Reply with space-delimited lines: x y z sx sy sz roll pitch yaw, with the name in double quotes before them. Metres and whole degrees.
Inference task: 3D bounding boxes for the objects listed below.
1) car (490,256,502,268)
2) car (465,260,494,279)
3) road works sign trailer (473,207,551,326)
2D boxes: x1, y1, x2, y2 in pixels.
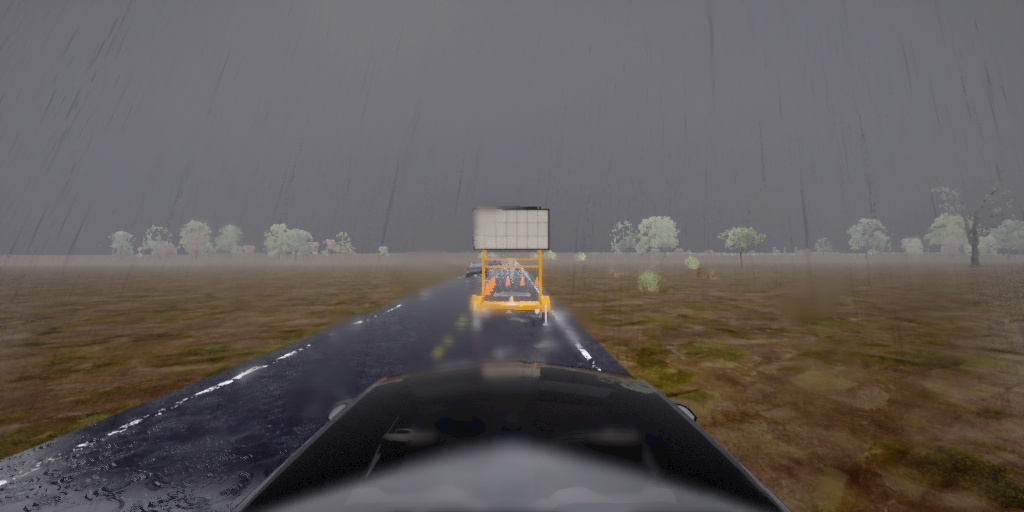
"car" -2.994 0.971 63.846 2.150 2.045 5.566 0 0 0
"car" -3.102 1.297 33.182 2.033 1.411 5.357 0 0 0
"road works sign trailer" -0.001 0.214 11.611 2.380 3.560 2.880 0 0 0
